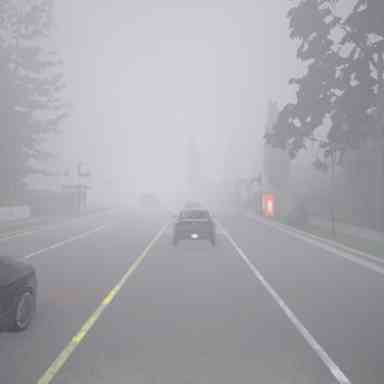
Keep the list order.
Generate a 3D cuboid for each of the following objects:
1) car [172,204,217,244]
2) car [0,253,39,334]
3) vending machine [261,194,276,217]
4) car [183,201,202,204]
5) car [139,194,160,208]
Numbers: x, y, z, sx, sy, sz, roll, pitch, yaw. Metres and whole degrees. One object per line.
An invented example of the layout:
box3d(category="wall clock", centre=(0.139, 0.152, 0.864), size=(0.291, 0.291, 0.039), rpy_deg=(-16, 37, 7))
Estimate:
box3d(category="car", centre=(0.105, 1.505, 15.689), size=(1.837, 1.490, 4.892), rpy_deg=(0, 0, 0))
box3d(category="car", centre=(-3.599, 1.526, 4.112), size=(1.812, 1.442, 4.674), rpy_deg=(0, 0, 0))
box3d(category="vending machine", centre=(6.888, 1.196, 30.034), size=(1.100, 2.100, 0.880), rpy_deg=(0, 0, 0))
box3d(category="car", centre=(0.060, 1.565, 33.295), size=(1.994, 1.385, 4.181), rpy_deg=(0, 0, -2))
box3d(category="car", centre=(-6.350, 1.246, 48.994), size=(2.150, 2.045, 5.566), rpy_deg=(0, -1, -22))
